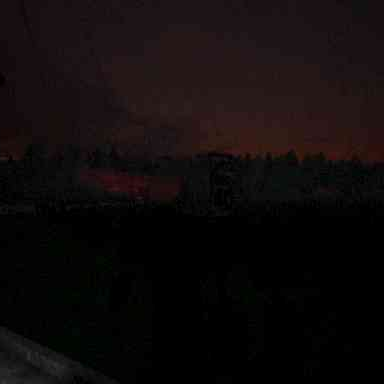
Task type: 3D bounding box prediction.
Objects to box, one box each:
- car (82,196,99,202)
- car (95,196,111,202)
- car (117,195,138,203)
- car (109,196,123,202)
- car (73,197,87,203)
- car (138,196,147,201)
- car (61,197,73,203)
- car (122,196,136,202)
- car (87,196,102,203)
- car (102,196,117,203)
[{"bbox_3d":[-26.602,1.766,87.496,2.033,1.411,5.357,0,0,10],"label":"car"},{"bbox_3d":[-23.157,1.749,86.875,2.033,1.411,5.357,0,0,10],"label":"car"},{"bbox_3d":[-14.579,1.641,75.276,2.097,1.767,4.553,0,0,10],"label":"car"},{"bbox_3d":[-19.713,1.692,86.254,1.837,1.490,4.892,0,0,10],"label":"car"},{"bbox_3d":[-24.931,1.898,77.030,1.994,1.385,4.181,0,0,10],"label":"car"},{"bbox_3d":[-12.824,1.635,85.013,1.882,1.535,5.008,0,0,10],"label":"car"},{"bbox_3d":[-28.449,1.886,77.241,2.128,1.511,4.902,0,0,10],"label":"car"},{"bbox_3d":[-16.269,1.674,85.634,1.837,1.490,4.892,0,0,10],"label":"car"},{"bbox_3d":[-21.468,1.675,76.517,2.097,1.767,4.553,0,0,10],"label":"car"},{"bbox_3d":[-18.036,1.906,75.818,1.895,1.301,4.718,0,0,10],"label":"car"}]
